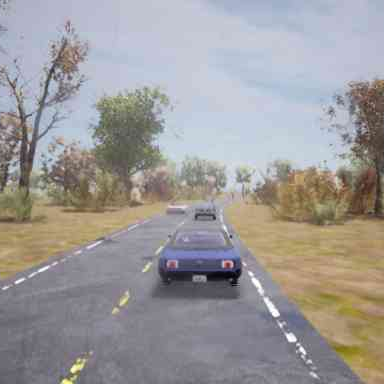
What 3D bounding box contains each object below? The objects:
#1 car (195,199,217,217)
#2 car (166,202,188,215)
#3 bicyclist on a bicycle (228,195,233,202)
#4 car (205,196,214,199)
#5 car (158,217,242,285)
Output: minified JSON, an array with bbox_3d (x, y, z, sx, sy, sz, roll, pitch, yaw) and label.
[{"bbox_3d":[1.275,1.633,30.213,2.033,1.411,5.357,0,0,4],"label":"car"},{"bbox_3d":[-1.536,1.701,35.096,1.895,1.301,4.718,0,0,5],"label":"car"},{"bbox_3d":[9.502,1.722,84.416,0.582,1.620,1.656,0,0,12],"label":"bicyclist on a bicycle"},{"bbox_3d":[4.002,1.724,76.124,2.128,1.511,4.902,0,0,10],"label":"car"},{"bbox_3d":[0.242,1.627,9.543,1.895,1.301,4.718,0,0,2],"label":"car"}]
